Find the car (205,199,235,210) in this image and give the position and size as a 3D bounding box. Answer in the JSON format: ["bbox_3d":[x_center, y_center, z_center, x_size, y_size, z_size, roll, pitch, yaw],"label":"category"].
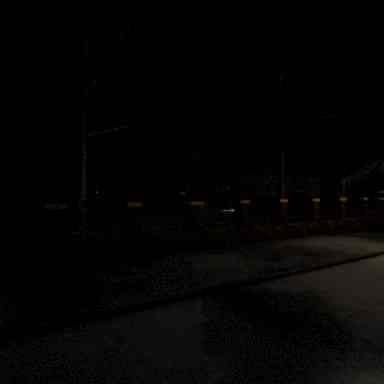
[{"bbox_3d":[3.558,1.533,42.725,1.994,1.385,4.181,0,0,-35],"label":"car"}]
